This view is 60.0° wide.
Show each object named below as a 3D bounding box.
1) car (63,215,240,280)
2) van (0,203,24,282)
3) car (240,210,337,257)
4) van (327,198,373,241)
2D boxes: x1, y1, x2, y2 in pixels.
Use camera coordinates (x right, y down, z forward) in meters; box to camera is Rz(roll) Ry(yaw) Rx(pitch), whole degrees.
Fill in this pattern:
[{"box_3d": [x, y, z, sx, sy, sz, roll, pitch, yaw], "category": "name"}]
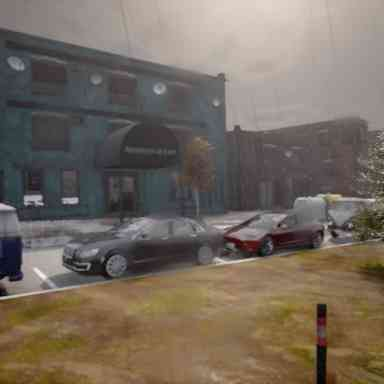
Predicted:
[{"box_3d": [-1.215, 1.455, 9.848, 4.892, 1.521, 2.231, 2, -1, -37], "category": "car"}, {"box_3d": [-5.842, 1.214, 6.547, 4.442, 1.987, 1.878, 0, 0, -33], "category": "van"}, {"box_3d": [3.268, 1.522, 13.052, 4.792, 1.488, 2.163, 2, -1, -37], "category": "car"}, {"box_3d": [8.566, 1.309, 16.842, 4.442, 1.987, 1.878, 2, -1, -38], "category": "van"}]
